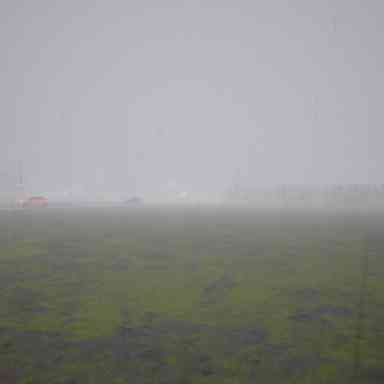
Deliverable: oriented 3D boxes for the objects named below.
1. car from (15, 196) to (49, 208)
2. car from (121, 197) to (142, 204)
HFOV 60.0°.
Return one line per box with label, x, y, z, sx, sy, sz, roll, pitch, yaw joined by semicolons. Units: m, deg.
car;-24.288;1.439;50.477;2.097;1.767;4.553;0;0;35
car;-12.158;1.681;67.454;2.128;1.511;4.902;0;0;35
